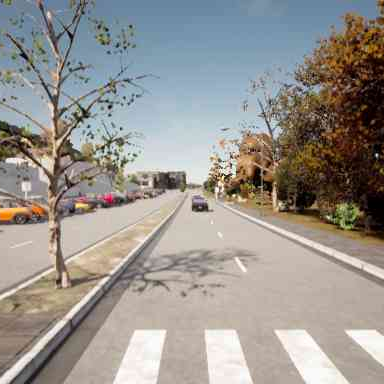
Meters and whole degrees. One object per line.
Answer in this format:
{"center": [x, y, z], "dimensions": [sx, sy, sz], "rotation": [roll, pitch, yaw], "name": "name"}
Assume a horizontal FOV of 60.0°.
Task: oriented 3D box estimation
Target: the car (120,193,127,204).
{"center": [-13.838, 1.136, 53.512], "dimensions": [5.566, 2.045, 2.435], "rotation": [-1, 0, -20], "name": "car"}

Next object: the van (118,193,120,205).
{"center": [-13.756, 1.192, 50.559], "dimensions": [4.442, 1.987, 1.878], "rotation": [-1, 0, -20], "name": "van"}

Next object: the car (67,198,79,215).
{"center": [-13.898, 1.575, 32.594], "dimensions": [4.792, 1.488, 2.163], "rotation": [-1, 0, -20], "name": "car"}

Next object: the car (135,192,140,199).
{"center": [-13.824, 1.259, 68.448], "dimensions": [4.792, 1.488, 2.163], "rotation": [-1, 0, -20], "name": "car"}

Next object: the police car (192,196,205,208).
{"center": [0.900, 1.401, 49.592], "dimensions": [1.930, 1.638, 5.238], "rotation": [0, 1, 0], "name": "police car"}

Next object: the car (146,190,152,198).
{"center": [-14.011, 1.037, 86.376], "dimensions": [5.366, 1.575, 1.946], "rotation": [-1, 1, -20], "name": "car"}

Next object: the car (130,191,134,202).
{"center": [-13.826, 1.167, 62.456], "dimensions": [4.553, 1.767, 2.185], "rotation": [-1, 1, -20], "name": "car"}

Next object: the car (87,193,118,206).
{"center": [-13.892, 1.199, 47.516], "dimensions": [5.566, 2.045, 2.435], "rotation": [-1, 1, -20], "name": "car"}

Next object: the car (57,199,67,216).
{"center": [-13.869, 1.587, 29.622], "dimensions": [4.674, 1.452, 2.002], "rotation": [-1, 0, -20], "name": "car"}

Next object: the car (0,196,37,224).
{"center": [-13.850, 1.417, 23.662], "dimensions": [4.553, 1.767, 2.185], "rotation": [-1, 0, -20], "name": "car"}

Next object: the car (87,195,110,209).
{"center": [-13.861, 1.516, 44.548], "dimensions": [4.674, 1.452, 2.002], "rotation": [-1, 1, -20], "name": "car"}

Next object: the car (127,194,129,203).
{"center": [-13.851, 1.358, 56.483], "dimensions": [4.892, 1.521, 2.231], "rotation": [-1, 1, -20], "name": "car"}

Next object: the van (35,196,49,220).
{"center": [-13.771, 1.322, 26.689], "dimensions": [4.442, 1.987, 1.878], "rotation": [-1, 0, -20], "name": "van"}

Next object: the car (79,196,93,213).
{"center": [-13.698, 1.527, 35.663], "dimensions": [5.366, 1.575, 1.946], "rotation": [-1, 0, -20], "name": "car"}

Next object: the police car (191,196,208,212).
{"center": [0.900, 1.475, 39.594], "dimensions": [1.930, 1.638, 5.238], "rotation": [0, 0, 0], "name": "police car"}

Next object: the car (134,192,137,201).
{"center": [-13.847, 1.302, 65.430], "dimensions": [4.674, 1.452, 2.002], "rotation": [-1, 1, -20], "name": "car"}

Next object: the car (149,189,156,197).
{"center": [-13.813, 0.709, 92.465], "dimensions": [5.566, 2.045, 2.435], "rotation": [-1, 0, -20], "name": "car"}

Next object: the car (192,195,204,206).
{"center": [0.900, 1.404, 55.484], "dimensions": [1.882, 1.535, 5.008], "rotation": [0, 1, 0], "name": "car"}

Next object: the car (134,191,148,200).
{"center": [-13.817, 1.132, 80.453], "dimensions": [4.792, 1.488, 2.163], "rotation": [-1, 0, -20], "name": "car"}

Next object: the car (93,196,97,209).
{"center": [-13.841, 1.548, 38.591], "dimensions": [4.792, 1.488, 2.163], "rotation": [-1, 0, -20], "name": "car"}
